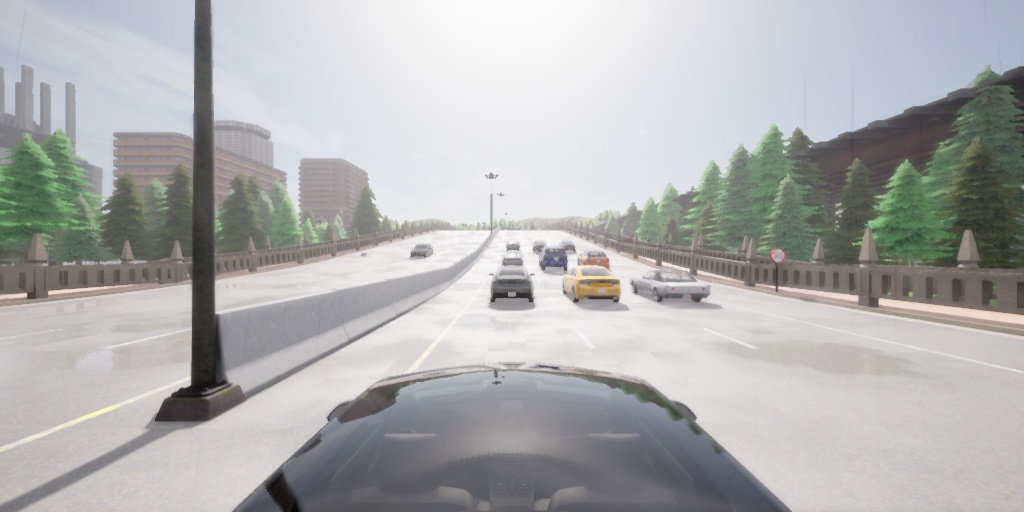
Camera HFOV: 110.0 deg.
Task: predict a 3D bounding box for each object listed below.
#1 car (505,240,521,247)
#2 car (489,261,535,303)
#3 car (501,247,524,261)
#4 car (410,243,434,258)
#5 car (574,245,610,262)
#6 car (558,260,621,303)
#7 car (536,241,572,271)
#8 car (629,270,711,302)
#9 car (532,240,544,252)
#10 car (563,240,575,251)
[{"bbox_3d":[0.140,-1.387,46.610,2.128,1.511,4.902,0,7,0],"label":"car"},{"bbox_3d":[0.001,1.197,16.484,1.837,1.490,4.892,0,1,0],"label":"car"},{"bbox_3d":[0.056,0.340,31.434,2.128,1.511,4.902,0,5,0],"label":"car"},{"bbox_3d":[-10.389,-0.682,41.563,1.837,1.490,4.892,0,7,0],"label":"car"},{"bbox_3d":[7.055,0.213,31.352,2.097,1.767,4.553,0,5,0],"label":"car"},{"bbox_3d":[3.500,1.165,16.483,1.882,1.535,5.008,0,1,0],"label":"car"},{"bbox_3d":[3.556,0.098,31.426,2.150,2.045,5.566,0,5,0],"label":"car"},{"bbox_3d":[7.000,1.297,16.515,1.895,1.301,4.718,0,1,0],"label":"car"},{"bbox_3d":[3.640,-1.349,46.591,1.812,1.442,4.674,0,7,0],"label":"car"},{"bbox_3d":[7.140,-1.349,46.571,1.812,1.442,4.674,0,7,0],"label":"car"}]
